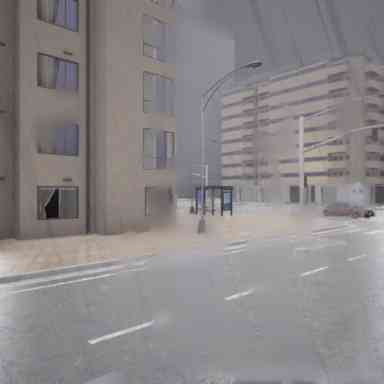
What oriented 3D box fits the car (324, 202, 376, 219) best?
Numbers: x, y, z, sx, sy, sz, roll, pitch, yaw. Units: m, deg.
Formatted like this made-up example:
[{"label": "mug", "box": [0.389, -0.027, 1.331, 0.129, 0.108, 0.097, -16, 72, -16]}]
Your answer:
[{"label": "car", "box": [13.771, 1.616, 29.272, 1.994, 1.385, 4.181, 0, 0, -30]}]
